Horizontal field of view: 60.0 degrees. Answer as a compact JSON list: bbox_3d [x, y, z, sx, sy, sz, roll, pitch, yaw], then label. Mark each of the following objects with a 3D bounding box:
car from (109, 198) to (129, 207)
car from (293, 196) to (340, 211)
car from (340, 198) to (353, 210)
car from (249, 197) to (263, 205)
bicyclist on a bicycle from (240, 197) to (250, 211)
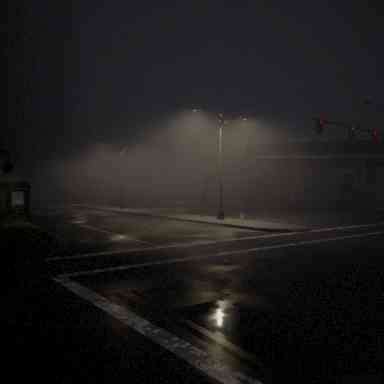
[{"bbox_3d":[-11.165,1.564,50.694,1.994,1.385,4.181,0,0,-35],"label":"car"},{"bbox_3d":[13.834,1.295,38.106,2.242,1.667,4.611,0,0,-35],"label":"car"},{"bbox_3d":[18.095,1.456,42.034,1.970,1.475,3.806,0,0,-35],"label":"car"},{"bbox_3d":[11.983,1.564,61.128,1.994,1.385,4.181,0,0,29],"label":"car"},{"bbox_3d":[6.255,1.430,39.740,1.656,1.620,0.582,-6,-7,-37],"label":"bicyclist on a bicycle"}]
